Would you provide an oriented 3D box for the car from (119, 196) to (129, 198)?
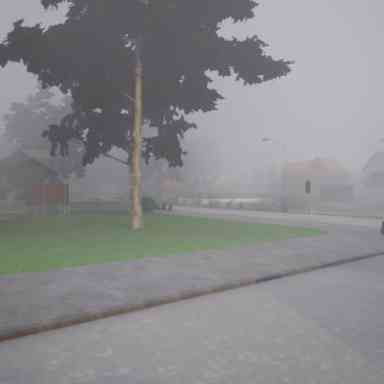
[{"bbox_3d":[-13.615,1.527,65.865,1.812,1.442,4.674,0,0,-36],"label":"car"}]
